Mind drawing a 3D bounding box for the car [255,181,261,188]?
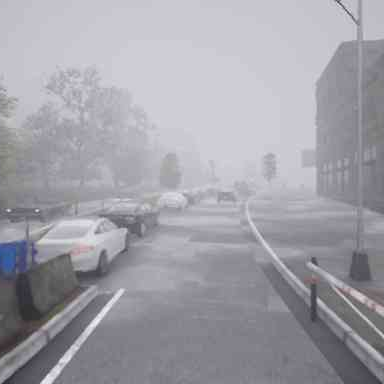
[{"bbox_3d":[12.032,-1.694,69.984,2.435,2.045,5.566,-3,2,26],"label":"car"}]

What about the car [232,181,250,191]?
[{"bbox_3d":[9.677,-1.184,64.893,2.231,1.521,4.892,-3,2,24],"label":"car"}]

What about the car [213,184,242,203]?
[{"bbox_3d":[3.775,0.247,34.656,1.882,1.535,5.008,0,3,12],"label":"car"}]

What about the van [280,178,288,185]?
[{"bbox_3d":[23.333,-2.611,89.343,1.878,1.987,4.442,-2,2,35],"label":"van"}]

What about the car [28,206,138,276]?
[{"bbox_3d":[-3.215,1.479,10.189,2.002,1.452,4.674,-2,2,2],"label":"car"}]

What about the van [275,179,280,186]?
[{"bbox_3d":[20.244,-2.391,84.683,1.878,1.987,4.442,-2,2,30],"label":"van"}]

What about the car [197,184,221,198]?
[{"bbox_3d":[2.389,-0.188,44.563,2.097,1.535,5.008,0,3,16],"label":"car"}]

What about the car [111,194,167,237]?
[{"bbox_3d":[-2.914,1.143,16.316,2.097,1.535,5.008,1,3,7],"label":"car"}]

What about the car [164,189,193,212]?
[{"bbox_3d":[-1.540,0.723,26.753,2.002,1.452,4.674,-1,2,10],"label":"car"}]

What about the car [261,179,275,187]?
[{"bbox_3d":[17.395,-1.943,79.974,1.946,1.575,5.366,-2,2,32],"label":"car"}]

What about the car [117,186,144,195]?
[{"bbox_3d":[-7.248,-0.013,39.727,2.033,1.411,5.357,0,2,9],"label":"car"}]

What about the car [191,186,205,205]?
[{"bbox_3d":[-0.424,0.397,32.877,2.097,1.535,5.008,0,3,12],"label":"car"}]

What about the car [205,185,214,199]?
[{"bbox_3d":[0.778,0.113,38.451,2.231,1.521,4.892,0,3,14],"label":"car"}]

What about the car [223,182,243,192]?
[{"bbox_3d":[7.503,-0.926,59.748,2.231,1.521,4.892,-3,2,23],"label":"car"}]

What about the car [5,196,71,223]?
[{"bbox_3d":[-8.652,0.928,19.096,1.895,1.301,4.718,0,3,-1],"label":"car"}]

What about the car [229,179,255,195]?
[{"bbox_3d":[7.205,-0.642,47.584,2.150,2.045,5.566,0,3,17],"label":"car"}]
